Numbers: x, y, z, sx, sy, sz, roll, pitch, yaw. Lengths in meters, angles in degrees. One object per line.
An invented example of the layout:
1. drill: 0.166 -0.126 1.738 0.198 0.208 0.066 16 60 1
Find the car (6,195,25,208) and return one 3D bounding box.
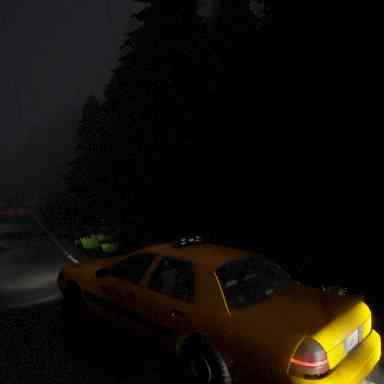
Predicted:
1. car: -21.162 1.058 40.034 2.128 1.511 4.902 -2 2 -26

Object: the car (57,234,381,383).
1. car: -0.250 1.418 5.074 5.366 1.575 1.801 1 1 44
